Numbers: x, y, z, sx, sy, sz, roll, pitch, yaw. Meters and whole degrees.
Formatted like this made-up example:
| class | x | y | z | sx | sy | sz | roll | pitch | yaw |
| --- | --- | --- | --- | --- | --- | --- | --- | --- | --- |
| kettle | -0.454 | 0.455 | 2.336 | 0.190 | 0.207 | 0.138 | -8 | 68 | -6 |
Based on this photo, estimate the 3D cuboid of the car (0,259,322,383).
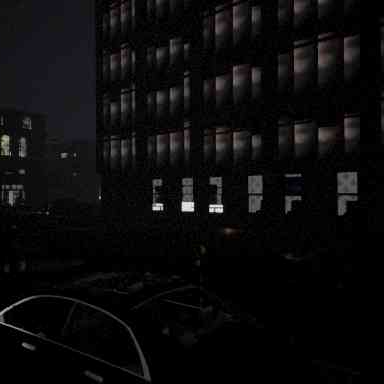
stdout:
| class | x | y | z | sx | sy | sz | roll | pitch | yaw |
| --- | --- | --- | --- | --- | --- | --- | --- | --- | --- |
| car | -0.961 | 1.551 | 3.562 | 4.403 | 1.369 | 2.008 | 0 | 0 | 35 |

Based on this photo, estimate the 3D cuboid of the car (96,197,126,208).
| class | x | y | z | sx | sy | sz | roll | pitch | yaw |
| --- | --- | --- | --- | --- | --- | --- | --- | --- | --- |
| car | -12.395 | 1.643 | 51.182 | 1.967 | 1.590 | 4.097 | -1 | -1 | 36 |

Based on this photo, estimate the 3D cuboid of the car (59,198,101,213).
| class | x | y | z | sx | sy | sz | roll | pitch | yaw |
| --- | --- | --- | --- | --- | --- | --- | --- | --- | --- |
| car | -12.177 | 1.683 | 37.276 | 1.802 | 1.307 | 4.206 | -1 | -1 | 36 |

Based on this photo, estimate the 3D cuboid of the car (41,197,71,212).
| class | x | y | z | sx | sy | sz | roll | pitch | yaw |
| --- | --- | --- | --- | --- | --- | --- | --- | --- | --- |
| car | -16.374 | 1.489 | 41.397 | 2.097 | 1.767 | 4.553 | 0 | -1 | 37 |
